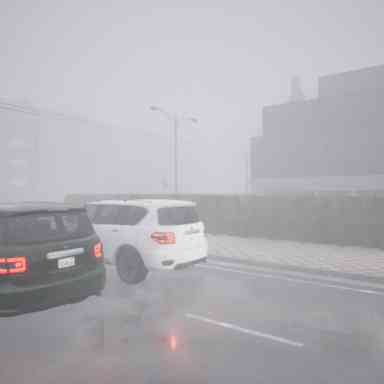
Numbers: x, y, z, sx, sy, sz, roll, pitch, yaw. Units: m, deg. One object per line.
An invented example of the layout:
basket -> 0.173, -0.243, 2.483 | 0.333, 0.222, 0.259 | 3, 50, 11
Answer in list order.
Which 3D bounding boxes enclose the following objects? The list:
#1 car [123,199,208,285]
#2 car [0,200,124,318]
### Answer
car -> -2.164, 1.221, 9.786 | 5.566, 2.045, 2.150 | 0, 0, 36
car -> -4.184, 1.221, 6.928 | 5.566, 2.045, 2.150 | 0, 0, 36
